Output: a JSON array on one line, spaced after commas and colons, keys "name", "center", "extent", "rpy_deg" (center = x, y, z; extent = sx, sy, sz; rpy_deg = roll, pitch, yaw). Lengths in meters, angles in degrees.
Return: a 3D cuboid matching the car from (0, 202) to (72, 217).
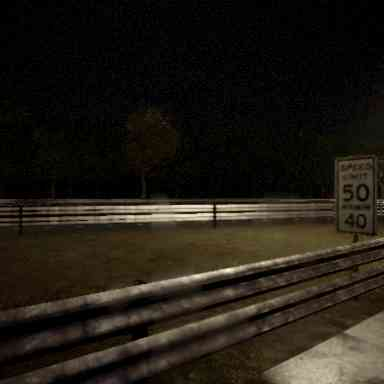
[{"name": "car", "center": [-11.380, 1.425, 23.779], "extent": [5.357, 1.411, 2.033], "rpy_deg": [0, 0, -22]}]
